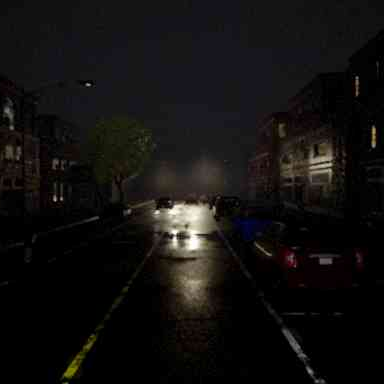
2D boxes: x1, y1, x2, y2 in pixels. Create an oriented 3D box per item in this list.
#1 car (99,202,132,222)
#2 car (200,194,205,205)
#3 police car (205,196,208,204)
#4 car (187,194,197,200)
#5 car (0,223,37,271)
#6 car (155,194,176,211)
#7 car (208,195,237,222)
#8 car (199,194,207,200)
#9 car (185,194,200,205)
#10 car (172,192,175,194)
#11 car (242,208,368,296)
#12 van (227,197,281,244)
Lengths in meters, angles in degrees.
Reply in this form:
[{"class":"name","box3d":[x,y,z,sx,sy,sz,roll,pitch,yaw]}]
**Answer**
[{"class":"car","box3d":[-5.718,1.447,25.217,1.947,1.339,4.313,-1,0,0]},{"class":"car","box3d":[2.635,1.294,52.945,1.887,1.381,4.507,-1,0,0]},{"class":"police car","box3d":[2.961,1.237,39.915,1.930,1.638,5.238,0,0,0]},{"class":"car","box3d":[-0.069,1.032,70.681,1.994,1.385,4.181,0,0,0]},{"class":"car","box3d":[-5.701,1.504,8.585,1.887,1.381,4.507,-1,0,0]},{"class":"car","box3d":[-3.130,1.324,38.365,1.837,1.490,4.892,0,0,0]},{"class":"car","box3d":[2.661,1.196,25.224,2.192,1.841,5.009,-1,0,0]},{"class":"car","box3d":[2.609,1.142,80.835,1.752,1.417,4.829,-1,0,0]},{"class":"car","box3d":[-0.052,1.223,53.919,1.882,1.535,5.008,0,0,0]},{"class":"car","box3d":[-3.078,0.835,78.947,1.895,1.301,4.718,0,0,0]},{"class":"car","box3d":[2.678,1.399,8.592,1.967,1.590,4.097,-1,0,0]},{"class":"van","box3d":[2.672,1.274,14.136,1.690,1.788,3.998,-1,0,0]}]
